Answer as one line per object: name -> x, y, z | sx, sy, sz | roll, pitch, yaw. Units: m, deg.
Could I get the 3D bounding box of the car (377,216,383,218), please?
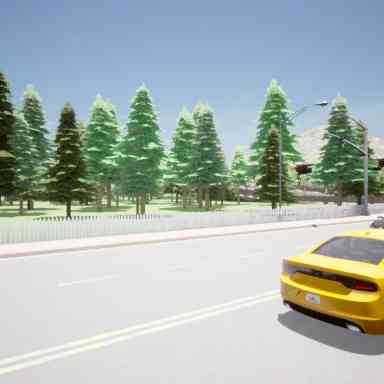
car -> 10.089, 1.505, 15.448 | 4.892, 1.490, 1.837 | 0, 0, -35

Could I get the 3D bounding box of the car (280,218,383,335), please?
car -> 3.878, 1.478, 6.519 | 5.008, 1.535, 1.882 | 0, 0, -35
